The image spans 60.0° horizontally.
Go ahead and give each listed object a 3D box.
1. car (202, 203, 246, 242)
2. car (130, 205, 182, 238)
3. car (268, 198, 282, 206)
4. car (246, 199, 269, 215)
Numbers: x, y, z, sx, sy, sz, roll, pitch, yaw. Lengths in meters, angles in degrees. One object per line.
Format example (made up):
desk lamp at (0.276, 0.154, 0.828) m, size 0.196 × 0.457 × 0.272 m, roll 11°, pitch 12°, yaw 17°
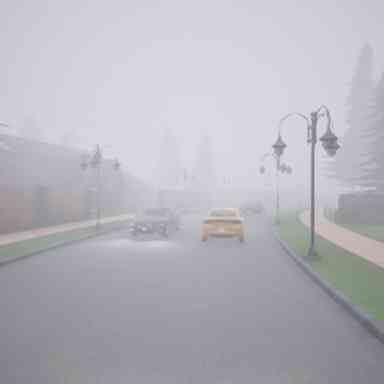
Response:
car at (1.660, 1.500, 16.775) m, size 1.882 × 1.535 × 5.008 m, roll 0°, pitch 0°, yaw 9°
car at (-1.827, 1.516, 18.141) m, size 1.837 × 1.490 × 4.892 m, roll 0°, pitch 0°, yaw 10°
car at (13.712, 1.705, 56.843) m, size 1.895 × 1.301 × 4.718 m, roll 0°, pitch 0°, yaw 34°
car at (6.547, 1.657, 35.073) m, size 1.895 × 1.301 × 4.718 m, roll 0°, pitch 0°, yaw 20°
